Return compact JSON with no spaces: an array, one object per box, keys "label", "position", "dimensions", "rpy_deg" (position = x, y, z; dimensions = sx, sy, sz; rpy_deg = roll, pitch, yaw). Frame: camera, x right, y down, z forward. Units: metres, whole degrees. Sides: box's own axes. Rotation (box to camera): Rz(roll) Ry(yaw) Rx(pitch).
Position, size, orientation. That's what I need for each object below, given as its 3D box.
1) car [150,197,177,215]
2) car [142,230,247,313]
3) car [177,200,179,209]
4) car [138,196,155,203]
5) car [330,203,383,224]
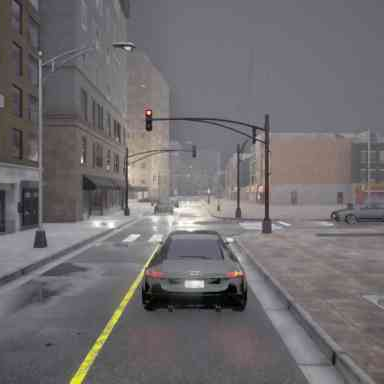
[{"label":"car","position":[-2.825,1.514,34.364],"dimensions":[1.837,1.490,4.892],"rpy_deg":[0,0,0]},{"label":"car","position":[0.056,1.564,7.758],"dimensions":[1.994,1.385,4.181],"rpy_deg":[0,0,0]},{"label":"car","position":[-2.811,1.580,45.852],"dimensions":[1.994,1.385,4.181],"rpy_deg":[0,0,0]},{"label":"car","position":[-8.938,1.597,69.937],"dimensions":[4.674,1.442,1.812],"rpy_deg":[0,0,9]},{"label":"car","position":[12.068,1.515,23.561],"dimensions":[4.181,1.385,1.994],"rpy_deg":[0,0,0]}]
